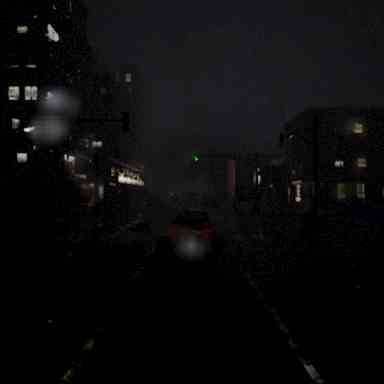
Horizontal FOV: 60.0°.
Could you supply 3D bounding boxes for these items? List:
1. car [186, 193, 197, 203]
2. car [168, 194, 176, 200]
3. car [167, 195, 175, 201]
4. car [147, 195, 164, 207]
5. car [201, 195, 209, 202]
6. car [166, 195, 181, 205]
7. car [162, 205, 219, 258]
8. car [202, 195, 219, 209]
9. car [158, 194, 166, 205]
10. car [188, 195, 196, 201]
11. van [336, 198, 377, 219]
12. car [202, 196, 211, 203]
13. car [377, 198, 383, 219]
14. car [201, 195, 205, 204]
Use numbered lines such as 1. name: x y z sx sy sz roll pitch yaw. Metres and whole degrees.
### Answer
1. car: -0.021 1.253 72.090 2.150 2.045 5.566 0 0 0
2. car: -5.716 1.503 94.687 1.967 1.590 4.097 0 0 0
3. car: -5.715 1.598 89.149 1.887 1.381 4.507 0 0 0
4. car: -5.702 1.532 50.203 1.752 1.417 4.829 0 0 0
5. car: 3.122 1.545 80.639 1.837 1.490 4.892 0 0 0
6. car: -3.054 1.368 61.413 2.097 1.767 4.553 0 0 1
7. car: -0.117 1.487 12.728 2.128 1.511 4.902 0 0 -2
8. car: 2.680 1.529 45.008 1.752 1.417 4.829 0 0 0
9. car: -5.705 1.330 61.452 2.192 1.841 5.009 0 0 0
10. car: -0.023 1.454 81.646 1.812 1.442 4.674 0 0 0
11. van: 14.892 1.405 29.326 3.998 1.788 1.690 0 0 0
12. car: 3.127 1.555 73.639 1.812 1.442 4.674 0 0 0
13. car: 14.917 1.344 20.946 5.009 1.841 2.192 0 0 0
14. car: 2.676 1.593 55.916 1.802 1.307 4.206 0 0 0
